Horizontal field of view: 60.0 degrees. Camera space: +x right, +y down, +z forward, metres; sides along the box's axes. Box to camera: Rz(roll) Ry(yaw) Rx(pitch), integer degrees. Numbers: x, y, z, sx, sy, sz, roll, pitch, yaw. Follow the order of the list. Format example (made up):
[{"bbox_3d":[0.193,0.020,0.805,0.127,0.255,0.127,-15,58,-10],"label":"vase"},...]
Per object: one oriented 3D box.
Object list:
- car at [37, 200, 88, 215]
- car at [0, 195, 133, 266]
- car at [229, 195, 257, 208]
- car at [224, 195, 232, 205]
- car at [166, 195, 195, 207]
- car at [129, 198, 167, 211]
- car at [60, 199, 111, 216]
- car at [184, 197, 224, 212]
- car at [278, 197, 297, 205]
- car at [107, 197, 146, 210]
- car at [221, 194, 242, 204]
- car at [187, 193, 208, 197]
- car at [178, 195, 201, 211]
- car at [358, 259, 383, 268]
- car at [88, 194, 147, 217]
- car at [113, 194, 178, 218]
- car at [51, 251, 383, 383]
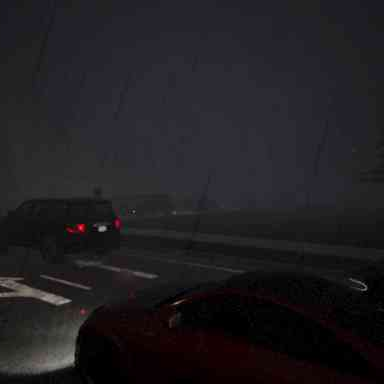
[{"bbox_3d":[-13.652,1.570,35.266,1.895,1.301,4.718,0,0,36],"label":"car"},{"bbox_3d":[-4.936,1.213,11.798,5.566,2.045,2.150,0,0,36],"label":"car"},{"bbox_3d":[7.456,1.544,46.327,1.994,1.385,4.181,0,0,36],"label":"car"},{"bbox_3d":[6.491,1.465,56.819,2.128,1.511,4.902,0,0,37],"label":"car"},{"bbox_3d":[-1.783,1.321,51.478,2.097,1.767,4.553,0,0,36],"label":"car"},{"bbox_3d":[-5.307,1.499,40.742,1.812,1.442,4.674,0,0,36],"label":"car"},{"bbox_3d":[-10.605,1.499,33.503,1.812,1.442,4.674,0,0,36],"label":"car"},{"bbox_3d":[1.433,1.544,38.099,1.994,1.385,4.181,0,0,36],"label":"car"},{"bbox_3d":[16.922,1.611,59.105,1.895,1.301,4.718,0,0,36],"label":"car"},{"bbox_3d":[-8.296,1.447,42.586,1.882,1.535,5.008,0,0,36],"label":"car"},{"bbox_3d":[7.701,1.320,64.313,2.097,1.767,4.553,0,0,37],"label":"car"},{"bbox_3d":[0.283,1.194,48.377,2.150,2.045,5.566,0,0,36],"label":"car"},{"bbox_3d":[-1.389,1.454,40.172,1.882,1.535,5.008,0,0,36],"label":"car"},{"bbox_3d":[4.913,1.479,4.783,5.008,1.535,1.882,0,0,35],"label":"car"},{"bbox_3d":[-7.090,1.198,32.378,2.150,2.045,5.566,0,0,36],"label":"car"},{"bbox_3d":[-4.089,1.201,30.541,2.150,2.045,5.566,0,0,37],"label":"car"},{"bbox_3d":[0.643,1.563,3.533,4.181,1.385,1.994,0,0,35],"label":"car"}]
